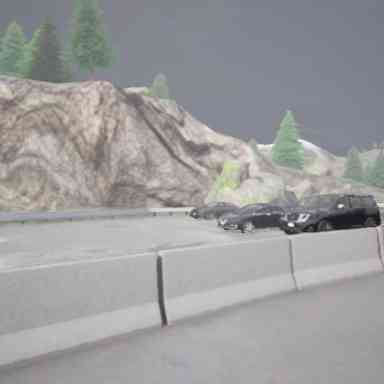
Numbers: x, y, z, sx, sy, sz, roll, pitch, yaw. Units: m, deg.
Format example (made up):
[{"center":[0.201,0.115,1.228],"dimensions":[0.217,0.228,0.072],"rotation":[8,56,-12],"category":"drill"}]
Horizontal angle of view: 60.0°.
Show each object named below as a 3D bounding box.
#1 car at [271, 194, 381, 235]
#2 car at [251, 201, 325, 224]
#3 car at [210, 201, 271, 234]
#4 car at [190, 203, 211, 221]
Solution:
[{"center":[6.875,1.127,16.336],"dimensions":[5.566,2.045,2.150],"rotation":[0,0,-29],"category":"car"},{"center":[7.080,1.408,24.414],"dimensions":[5.357,1.411,2.033],"rotation":[0,0,-28],"category":"car"},{"center":[3.702,1.403,18.537],"dimensions":[4.892,1.490,1.837],"rotation":[0,0,-30],"category":"car"},{"center":[1.923,1.426,25.582],"dimensions":[4.181,1.385,1.994],"rotation":[0,0,-29],"category":"car"}]
